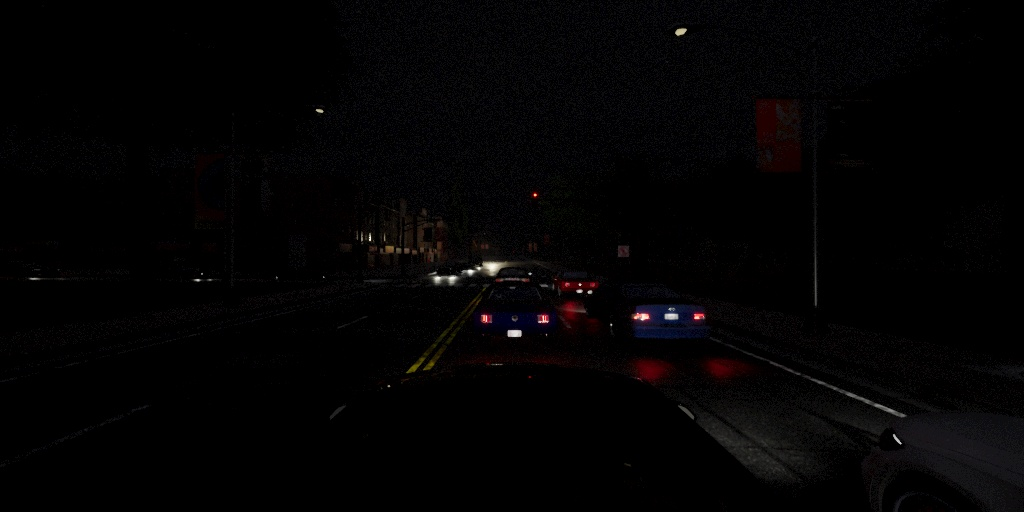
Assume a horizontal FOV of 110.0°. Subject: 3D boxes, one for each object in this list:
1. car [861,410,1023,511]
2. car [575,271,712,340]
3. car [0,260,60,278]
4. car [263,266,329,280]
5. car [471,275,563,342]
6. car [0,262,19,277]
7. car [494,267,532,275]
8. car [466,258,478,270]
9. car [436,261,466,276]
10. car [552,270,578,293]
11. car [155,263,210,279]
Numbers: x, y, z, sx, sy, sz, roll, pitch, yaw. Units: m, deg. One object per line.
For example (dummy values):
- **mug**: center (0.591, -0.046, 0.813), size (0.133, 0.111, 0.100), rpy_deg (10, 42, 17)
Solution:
- **car**: center (3.344, 1.275, 0.503), size (1.812, 1.442, 4.674), rpy_deg (0, 0, 0)
- **car**: center (3.329, 1.321, 9.979), size (2.033, 1.411, 5.357), rpy_deg (0, 0, 0)
- **car**: center (-41.418, 1.136, 30.295), size (5.008, 1.535, 1.882), rpy_deg (0, 0, 0)
- **car**: center (-18.094, 1.449, 30.270), size (4.718, 1.301, 1.895), rpy_deg (1, 0, 0)
- **car**: center (0.079, 1.374, 9.854), size (1.895, 1.301, 4.718), rpy_deg (0, 0, 0)
- **car**: center (-49.238, 1.240, 33.184), size (4.718, 1.301, 1.895), rpy_deg (0, 0, 1)
- **car**: center (0.047, 1.313, 19.194), size (1.882, 1.535, 5.008), rpy_deg (0, 0, 0)
- **car**: center (-6.606, 1.378, 52.753), size (1.994, 1.385, 4.181), rpy_deg (0, 0, 0)
- **car**: center (-7.002, 1.357, 40.362), size (1.882, 1.535, 5.008), rpy_deg (0, 0, 6)
- **car**: center (3.298, 1.439, 19.622), size (1.895, 1.301, 4.718), rpy_deg (0, 0, 0)
- **car**: center (-28.161, 1.318, 30.267), size (4.181, 1.385, 1.994), rpy_deg (0, 0, 0)
